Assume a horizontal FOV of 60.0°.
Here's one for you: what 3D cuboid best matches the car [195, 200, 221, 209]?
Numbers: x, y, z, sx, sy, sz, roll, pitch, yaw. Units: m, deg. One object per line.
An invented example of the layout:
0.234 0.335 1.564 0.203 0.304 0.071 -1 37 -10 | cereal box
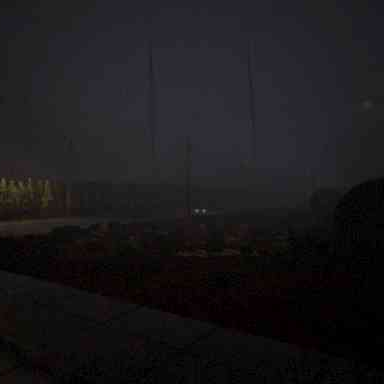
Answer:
2.548 1.881 51.141 2.033 1.411 5.357 -1 0 33 | car
